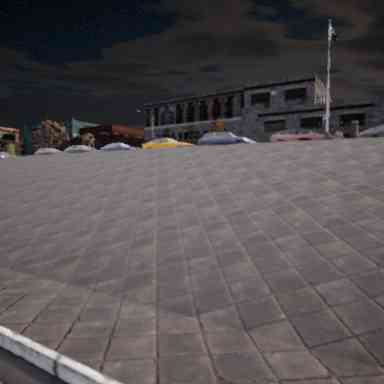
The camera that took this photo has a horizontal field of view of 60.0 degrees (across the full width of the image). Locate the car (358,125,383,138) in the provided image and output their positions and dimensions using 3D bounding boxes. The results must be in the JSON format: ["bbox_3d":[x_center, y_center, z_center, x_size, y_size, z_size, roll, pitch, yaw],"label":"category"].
[{"bbox_3d":[12.564,-3.432,20.378,4.674,1.452,2.002,1,1,28],"label":"car"}]

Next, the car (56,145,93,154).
[{"bbox_3d":[-11.406,-4.102,34.553,4.892,1.521,2.231,1,1,34],"label":"car"}]

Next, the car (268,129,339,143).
[{"bbox_3d":[7.700,-3.568,22.984,4.792,1.488,2.163,1,1,29],"label":"car"}]

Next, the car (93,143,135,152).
[{"bbox_3d":[-6.759,-3.941,31.526,4.674,1.452,2.002,2,1,33],"label":"car"}]

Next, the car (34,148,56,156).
[{"bbox_3d":[-15.973,-4.206,37.651,4.892,1.521,2.231,1,1,34],"label":"car"}]

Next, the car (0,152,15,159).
[{"bbox_3d":[-25.014,-4.512,43.807,4.553,1.767,2.185,1,1,34],"label":"car"}]

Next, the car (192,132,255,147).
[{"bbox_3d":[2.708,-3.854,25.782,4.553,1.767,2.185,2,1,31],"label":"car"}]

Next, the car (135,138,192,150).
[{"bbox_3d":[-2.047,-3.854,28.598,5.008,1.535,2.097,2,1,32],"label":"car"}]
